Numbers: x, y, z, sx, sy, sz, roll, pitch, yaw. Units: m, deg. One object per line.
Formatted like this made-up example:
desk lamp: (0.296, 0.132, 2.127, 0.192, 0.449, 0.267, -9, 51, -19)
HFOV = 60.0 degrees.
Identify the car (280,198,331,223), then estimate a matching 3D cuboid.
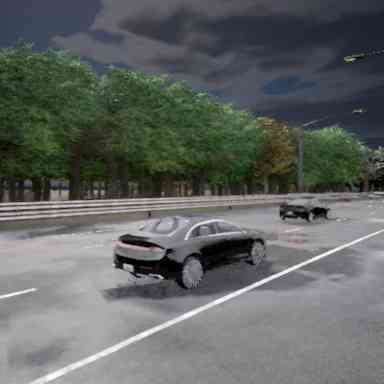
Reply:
car: (7.779, 1.156, 22.597, 1.882, 1.535, 5.008, 1, 1, 42)

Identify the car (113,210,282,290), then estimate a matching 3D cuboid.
car: (0.235, 1.361, 8.859, 2.128, 1.511, 4.902, 1, 1, 40)
